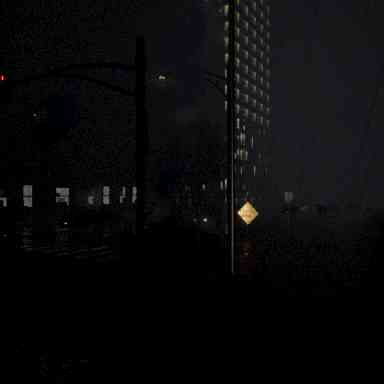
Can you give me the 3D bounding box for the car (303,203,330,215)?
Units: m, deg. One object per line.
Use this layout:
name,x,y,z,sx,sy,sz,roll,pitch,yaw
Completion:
car,16.987,2.376,45.226,1.837,1.490,4.892,0,-1,33

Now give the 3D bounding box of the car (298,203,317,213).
car,19.118,2.533,54.738,1.837,1.490,4.892,0,-1,33

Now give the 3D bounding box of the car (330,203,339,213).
car,22.516,2.529,53.841,1.882,1.535,5.008,0,-1,33

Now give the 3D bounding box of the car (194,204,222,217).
car,2.079,2.169,40.425,1.812,1.442,4.674,0,-1,33

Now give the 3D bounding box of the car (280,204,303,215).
car,13.933,2.459,46.577,1.895,1.301,4.718,0,-1,33

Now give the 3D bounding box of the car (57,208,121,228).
car,-7.694,1.921,25.234,1.895,1.301,4.718,0,-1,33

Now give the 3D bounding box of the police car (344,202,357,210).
police car,31.476,2.738,65.848,1.930,1.638,5.238,0,-1,33

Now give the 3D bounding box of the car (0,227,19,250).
car,-9.357,1.714,12.852,4.718,1.301,1.895,1,-1,-24

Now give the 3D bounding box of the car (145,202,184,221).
car,-2.779,1.835,32.877,2.097,1.767,4.553,0,-1,33

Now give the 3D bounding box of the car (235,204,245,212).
car,7.508,2.386,48.802,1.994,1.385,4.181,0,-1,34

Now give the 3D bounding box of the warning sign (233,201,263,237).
warning sign,3.123,1.454,18.543,1.300,1.860,1.060,1,1,33
